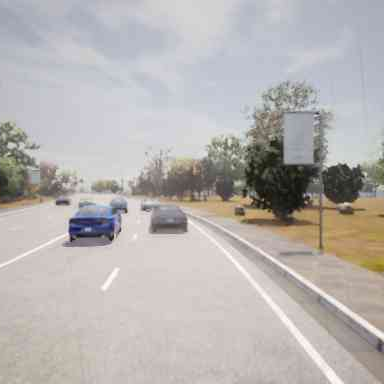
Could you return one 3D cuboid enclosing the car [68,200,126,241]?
[{"bbox_3d":[-4.488,1.368,15.997,1.882,1.535,5.008,0,0,-6],"label":"car"}]

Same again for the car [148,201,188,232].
[{"bbox_3d":[-1.392,1.427,19.271,1.994,1.385,4.181,0,0,-8],"label":"car"}]

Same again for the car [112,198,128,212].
[{"bbox_3d":[-7.527,1.310,33.994,2.033,1.411,5.357,0,0,-13],"label":"car"}]

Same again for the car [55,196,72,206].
[{"bbox_3d":[-18.291,1.270,47.397,1.895,1.301,4.718,0,0,-15],"label":"car"}]

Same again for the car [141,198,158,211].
[{"bbox_3d":[-4.648,1.339,37.063,1.895,1.301,4.718,0,0,-13],"label":"car"}]

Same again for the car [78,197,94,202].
[{"bbox_3d":[-13.148,1.310,41.632,1.895,1.301,4.718,0,0,-14],"label":"car"}]
